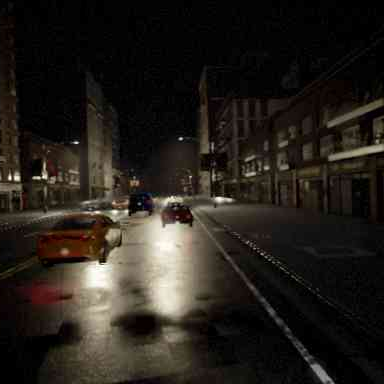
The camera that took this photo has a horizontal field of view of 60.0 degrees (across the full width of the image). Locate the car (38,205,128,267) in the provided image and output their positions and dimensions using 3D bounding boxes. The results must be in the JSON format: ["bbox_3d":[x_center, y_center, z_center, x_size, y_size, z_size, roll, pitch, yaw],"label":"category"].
[{"bbox_3d":[-3.681,1.496,11.733,1.882,1.535,5.008,-2,0,-3],"label":"car"}]

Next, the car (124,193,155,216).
[{"bbox_3d":[-4.764,1.107,31.657,2.150,2.045,5.566,-2,0,-3],"label":"car"}]

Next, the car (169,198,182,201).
[{"bbox_3d":[-1.820,1.340,37.599,1.895,1.301,4.718,-2,1,-3],"label":"car"}]

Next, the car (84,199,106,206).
[{"bbox_3d":[-11.949,1.586,41.165,2.033,1.411,5.357,-2,1,-3],"label":"car"}]

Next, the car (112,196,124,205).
[{"bbox_3d":[-8.739,1.279,41.987,2.097,1.767,4.553,-2,1,-3],"label":"car"}]

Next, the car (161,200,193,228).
[{"bbox_3d":[-0.950,1.451,21.245,1.895,1.301,4.718,-2,1,-3],"label":"car"}]
